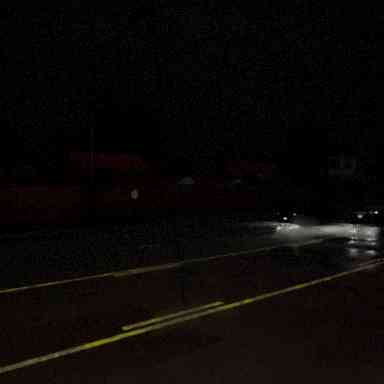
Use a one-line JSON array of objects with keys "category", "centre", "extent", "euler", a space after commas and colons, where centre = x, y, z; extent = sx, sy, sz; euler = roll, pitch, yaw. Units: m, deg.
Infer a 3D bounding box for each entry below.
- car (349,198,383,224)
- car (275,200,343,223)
[{"category": "car", "centre": [11.925, 1.122, 21.097], "extent": [4.902, 1.511, 2.128], "euler": [-2, 1, -35]}, {"category": "car", "centre": [8.070, 1.233, 22.646], "extent": [5.357, 1.411, 2.033], "euler": [-2, 1, -35]}]
